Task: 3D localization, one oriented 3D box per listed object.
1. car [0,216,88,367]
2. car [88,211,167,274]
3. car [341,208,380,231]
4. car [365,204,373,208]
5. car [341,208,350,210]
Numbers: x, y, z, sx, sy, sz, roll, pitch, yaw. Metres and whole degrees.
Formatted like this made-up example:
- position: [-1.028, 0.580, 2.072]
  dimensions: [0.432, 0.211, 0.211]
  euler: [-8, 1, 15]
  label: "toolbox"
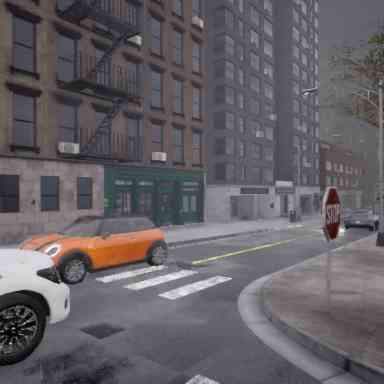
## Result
- position: [-4.240, 1.228, 3.661]
  dimensions: [2.150, 2.045, 5.566]
  euler: [0, -1, 39]
  label: "car"
- position: [-2.871, 1.489, 10.104]
  dimensions: [2.097, 1.767, 4.553]
  euler: [0, -1, 39]
  label: "car"
- position: [13.196, 2.182, 25.488]
  dimensions: [1.994, 1.385, 4.181]
  euler: [0, -2, 39]
  label: "car"
- position: [23.875, 2.187, 43.426]
  dimensions: [1.882, 1.535, 5.008]
  euler: [0, -1, 39]
  label: "car"
- position: [13.989, 2.244, 31.195]
  dimensions: [2.128, 1.511, 4.902]
  euler: [0, -2, 39]
  label: "car"
